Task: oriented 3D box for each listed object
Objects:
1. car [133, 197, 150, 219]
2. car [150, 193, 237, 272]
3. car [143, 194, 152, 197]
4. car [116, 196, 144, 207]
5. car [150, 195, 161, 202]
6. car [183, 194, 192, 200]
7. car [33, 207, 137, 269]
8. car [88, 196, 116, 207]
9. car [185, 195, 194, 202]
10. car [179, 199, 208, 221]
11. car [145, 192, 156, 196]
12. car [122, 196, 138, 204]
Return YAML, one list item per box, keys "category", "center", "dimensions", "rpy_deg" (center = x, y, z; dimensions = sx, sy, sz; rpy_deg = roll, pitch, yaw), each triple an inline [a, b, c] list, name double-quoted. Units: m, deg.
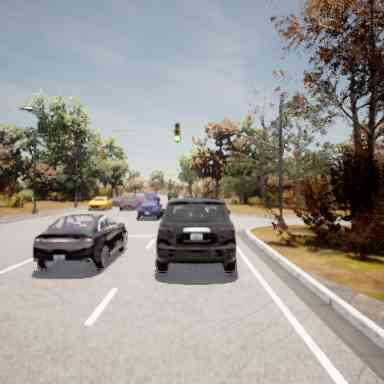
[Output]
- category: "car"
  center: [-3.403, 1.426, 27.560]
  dimensions: [1.812, 1.442, 4.674]
  rpy_deg: [0, 0, 0]
- category: "car"
  center: [0.110, 1.181, 10.786]
  dimensions: [2.150, 2.045, 5.566]
  rpy_deg: [0, 0, 0]
- category: "car"
  center: [-7.160, 1.356, 47.129]
  dimensions: [1.812, 1.442, 4.674]
  rpy_deg: [0, 0, -1]
- category: "car"
  center: [-7.088, 1.426, 38.374]
  dimensions: [1.994, 1.385, 4.181]
  rpy_deg: [0, 0, -1]
- category: "car"
  center: [-7.514, 1.353, 68.191]
  dimensions: [1.895, 1.301, 4.718]
  rpy_deg: [0, 0, -2]
- category: "car"
  center: [-1.037, 1.175, 79.382]
  dimensions: [1.994, 1.385, 4.181]
  rpy_deg: [0, 0, -3]
- category: "car"
  center: [-3.399, 1.452, 10.940]
  dimensions: [2.128, 1.511, 4.902]
  rpy_deg: [0, 0, 0]
- category: "car"
  center: [-10.620, 1.338, 38.726]
  dimensions: [1.882, 1.535, 5.008]
  rpy_deg: [0, 0, -2]
- category: "car"
  center: [-0.546, 1.276, 69.202]
  dimensions: [1.812, 1.442, 4.674]
  rpy_deg: [0, 0, -2]
- category: "car"
  center: [0.101, 1.395, 27.076]
  dimensions: [2.128, 1.511, 4.902]
  rpy_deg: [0, 0, 0]
- category: "car"
  center: [-7.260, 1.014, 57.763]
  dimensions: [2.150, 2.045, 5.566]
  rpy_deg: [0, 0, -1]
- category: "car"
  center: [-10.761, 1.356, 58.033]
  dimensions: [1.994, 1.385, 4.181]
  rpy_deg: [0, 0, -1]
